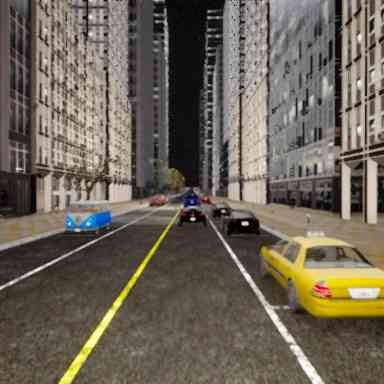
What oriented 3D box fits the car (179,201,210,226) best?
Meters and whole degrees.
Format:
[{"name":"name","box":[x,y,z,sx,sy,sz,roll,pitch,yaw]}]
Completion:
[{"name":"car","box":[0.071,1.585,23.505,1.812,1.442,4.674,0,0,0]}]

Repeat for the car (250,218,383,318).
[{"name":"car","box":[2.676,1.546,7.491,1.752,1.417,4.829,0,0,0]}]

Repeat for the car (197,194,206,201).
[{"name":"car","box":[2.555,1.465,87.098,2.192,1.841,5.009,0,0,0]}]

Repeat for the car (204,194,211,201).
[{"name":"car","box":[2.589,1.445,64.305,2.192,1.841,5.009,0,0,0]}]

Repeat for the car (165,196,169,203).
[{"name":"car","box":[-5.783,1.438,58.597,2.192,1.841,5.009,0,0,0]}]

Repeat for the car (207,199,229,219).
[{"name":"car","box":[2.641,1.639,30.114,1.947,1.339,4.313,0,0,0]}]

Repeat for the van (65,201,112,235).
[{"name":"van","box":[-5.723,1.389,18.709,1.690,1.788,3.998,0,0,0]}]

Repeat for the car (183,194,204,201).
[{"name":"car","box":[0.034,1.312,40.745,2.150,2.045,5.566,0,-1,0]}]

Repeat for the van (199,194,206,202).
[{"name":"van","box":[2.564,1.487,81.399,1.690,1.788,3.998,0,0,0]}]

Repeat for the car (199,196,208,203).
[{"name":"car","box":[2.573,1.667,75.871,1.752,1.417,4.829,0,0,0]}]

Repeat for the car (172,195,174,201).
[{"name":"car","box":[-5.808,1.581,75.691,1.967,1.590,4.097,0,0,0]}]

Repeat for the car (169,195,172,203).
[{"name":"car","box":[-5.799,1.576,69.993,1.967,1.590,4.097,0,0,0]}]

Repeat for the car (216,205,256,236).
[{"name":"car","box":[2.659,1.614,18.718,1.947,1.339,4.313,0,0,0]}]

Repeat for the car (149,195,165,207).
[{"name":"car","box":[-5.773,1.660,52.898,1.887,1.381,4.507,0,0,0]}]

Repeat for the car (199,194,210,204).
[{"name":"car","box":[2.581,1.452,70.003,2.192,1.841,5.009,0,0,0]}]
